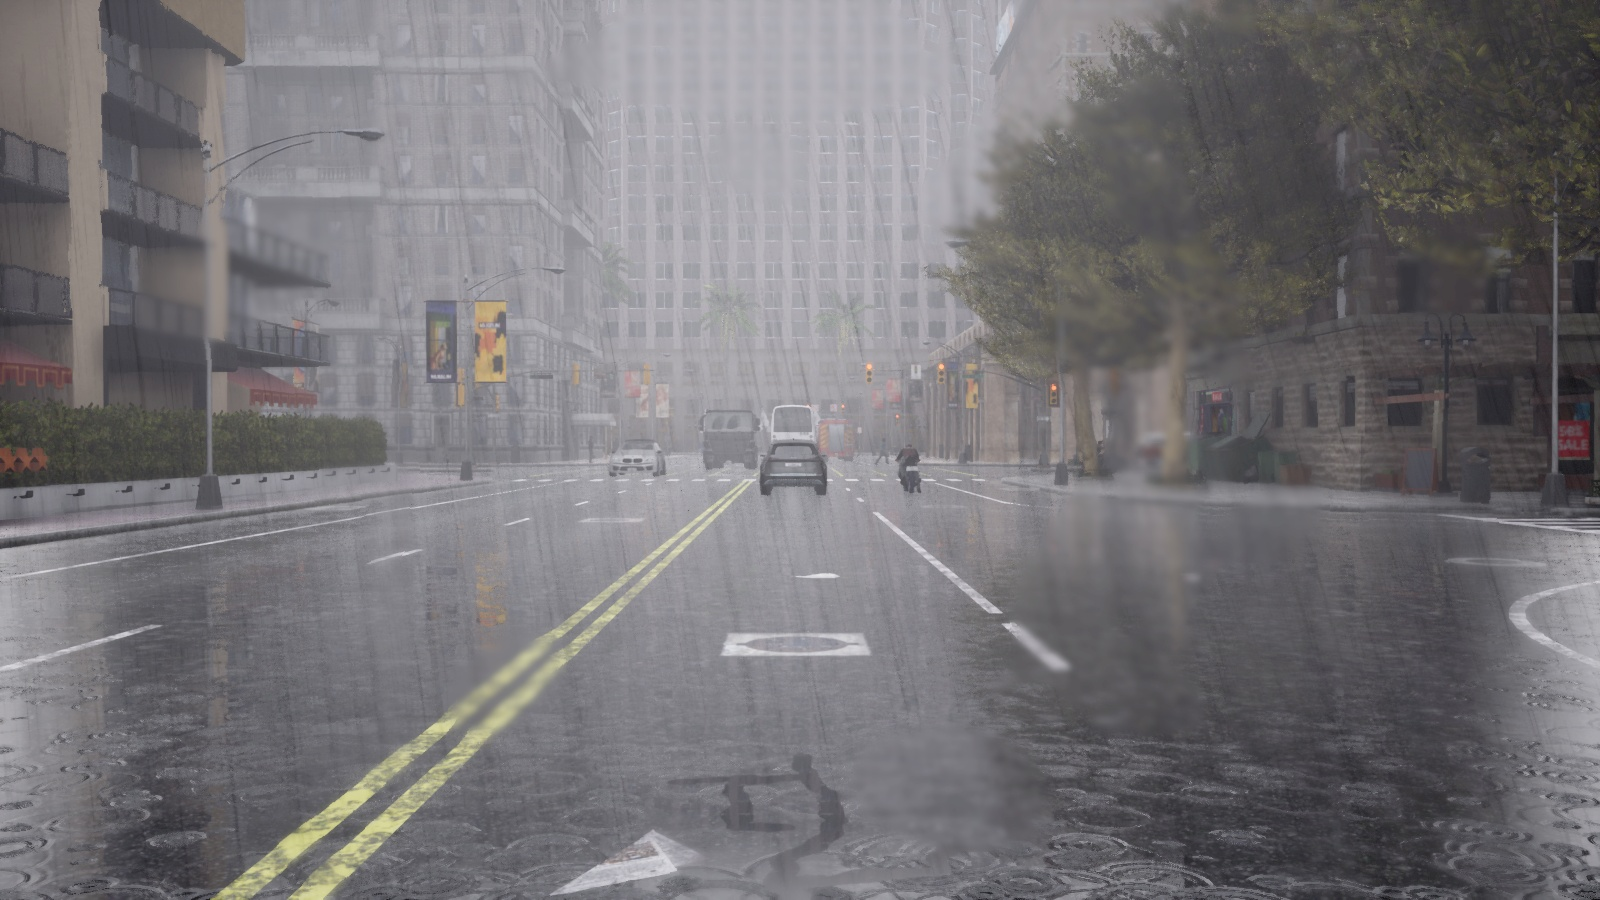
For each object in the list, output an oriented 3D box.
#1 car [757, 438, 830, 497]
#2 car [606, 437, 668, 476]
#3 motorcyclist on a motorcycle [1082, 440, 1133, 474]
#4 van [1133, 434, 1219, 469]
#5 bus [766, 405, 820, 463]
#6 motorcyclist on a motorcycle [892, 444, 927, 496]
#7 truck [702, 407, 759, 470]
[{"bbox_3d":[-0.196,0.465,37.376,2.033,1.649,4.856,0,0,0],"label":"car"},{"bbox_3d":[-7.315,0.265,56.741,2.242,1.667,4.611,0,0,0],"label":"car"},{"bbox_3d":[15.289,0.357,62.408,2.350,1.649,0.766,0,0,2],"label":"motorcyclist on a motorcycle"},{"bbox_3d":[22.090,0.071,73.871,4.480,2.038,2.069,0,0,1],"label":"van"},{"bbox_3d":[-0.563,-1.176,96.592,3.944,4.253,10.273,0,0,0],"label":"bus"},{"bbox_3d":[3.298,0.569,38.045,0.866,1.530,2.191,0,0,0],"label":"motorcyclist on a motorcycle"},{"bbox_3d":[-3.911,-0.648,72.524,2.891,3.462,7.936,0,0,0],"label":"truck"}]
